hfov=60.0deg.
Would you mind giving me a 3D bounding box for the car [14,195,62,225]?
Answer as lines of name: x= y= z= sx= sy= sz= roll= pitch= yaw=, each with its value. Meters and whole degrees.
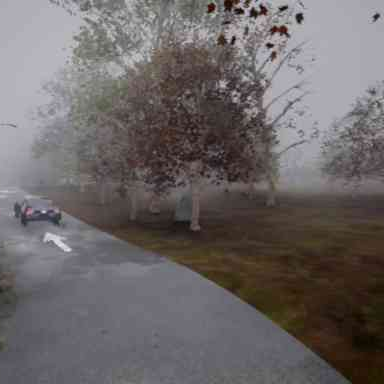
car: x=-8.625 y=0.868 z=18.418 sx=2.033 sy=1.411 sz=5.357 roll=-1 pitch=4 yaw=-33
